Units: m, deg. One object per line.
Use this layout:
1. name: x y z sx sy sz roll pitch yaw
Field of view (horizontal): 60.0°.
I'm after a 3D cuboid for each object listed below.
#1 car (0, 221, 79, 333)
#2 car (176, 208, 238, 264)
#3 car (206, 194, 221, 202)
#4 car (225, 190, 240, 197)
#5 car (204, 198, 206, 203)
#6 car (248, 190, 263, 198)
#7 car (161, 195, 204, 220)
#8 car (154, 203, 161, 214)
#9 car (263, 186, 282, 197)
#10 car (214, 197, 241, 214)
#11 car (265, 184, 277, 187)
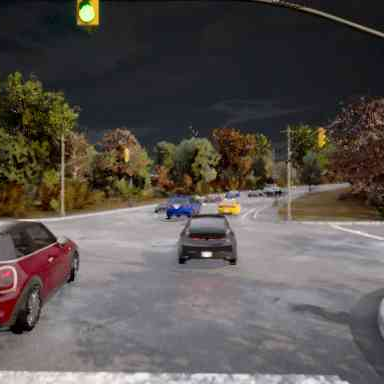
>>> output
1. car: -3.808 1.377 6.898 2.097 1.767 4.553 0 0 -7
2. car: 0.584 1.554 12.052 1.837 1.490 4.892 0 0 4
3. car: 3.441 1.004 54.947 1.812 1.442 4.674 0 3 22
4. car: 7.919 0.433 64.122 1.812 1.442 4.674 0 3 26
5. car: -0.157 1.236 45.575 2.097 1.767 4.553 0 2 19
6. car: 12.484 0.288 65.081 1.994 1.385 4.181 0 3 31
7. car: -0.704 1.334 29.432 2.150 2.045 5.566 0 0 11
8. car: -2.686 1.638 37.145 1.994 1.385 4.181 0 1 15
9. car: 15.839 0.157 63.898 1.882 1.535 5.008 0 4 31
10. car: 3.840 1.569 33.699 1.882 1.535 5.008 0 1 13
11. car: 17.745 -0.747 73.385 2.150 2.045 5.566 0 3 36
